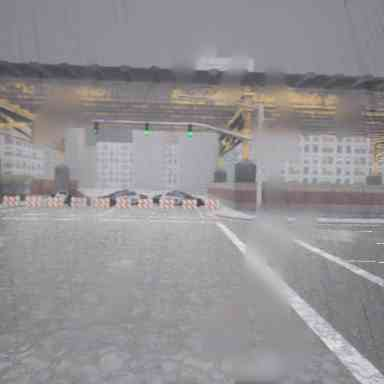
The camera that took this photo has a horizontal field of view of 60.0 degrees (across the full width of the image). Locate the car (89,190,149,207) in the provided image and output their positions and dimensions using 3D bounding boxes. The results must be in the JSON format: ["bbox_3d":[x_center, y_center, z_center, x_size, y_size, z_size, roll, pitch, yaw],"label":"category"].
[{"bbox_3d":[-6.542,0.566,30.922,4.974,1.542,2.038,0,2,-37],"label":"car"}]

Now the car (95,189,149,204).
[{"bbox_3d":[-6.497,0.409,30.950,4.536,1.218,1.853,0,2,-37],"label":"car"}]

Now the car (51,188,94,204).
[{"bbox_3d":[-11.183,0.314,30.910,4.536,1.218,1.853,2,2,43],"label":"car"}]

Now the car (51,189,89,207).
[{"bbox_3d":[-11.149,0.473,30.879,4.974,1.542,2.038,2,2,43],"label":"car"}]

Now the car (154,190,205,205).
[{"bbox_3d":[-1.224,0.498,31.771,4.536,1.218,1.853,2,2,28],"label":"car"}]

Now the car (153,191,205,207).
[{"bbox_3d":[-1.181,0.657,31.750,4.974,1.542,2.038,2,2,28],"label":"car"}]
